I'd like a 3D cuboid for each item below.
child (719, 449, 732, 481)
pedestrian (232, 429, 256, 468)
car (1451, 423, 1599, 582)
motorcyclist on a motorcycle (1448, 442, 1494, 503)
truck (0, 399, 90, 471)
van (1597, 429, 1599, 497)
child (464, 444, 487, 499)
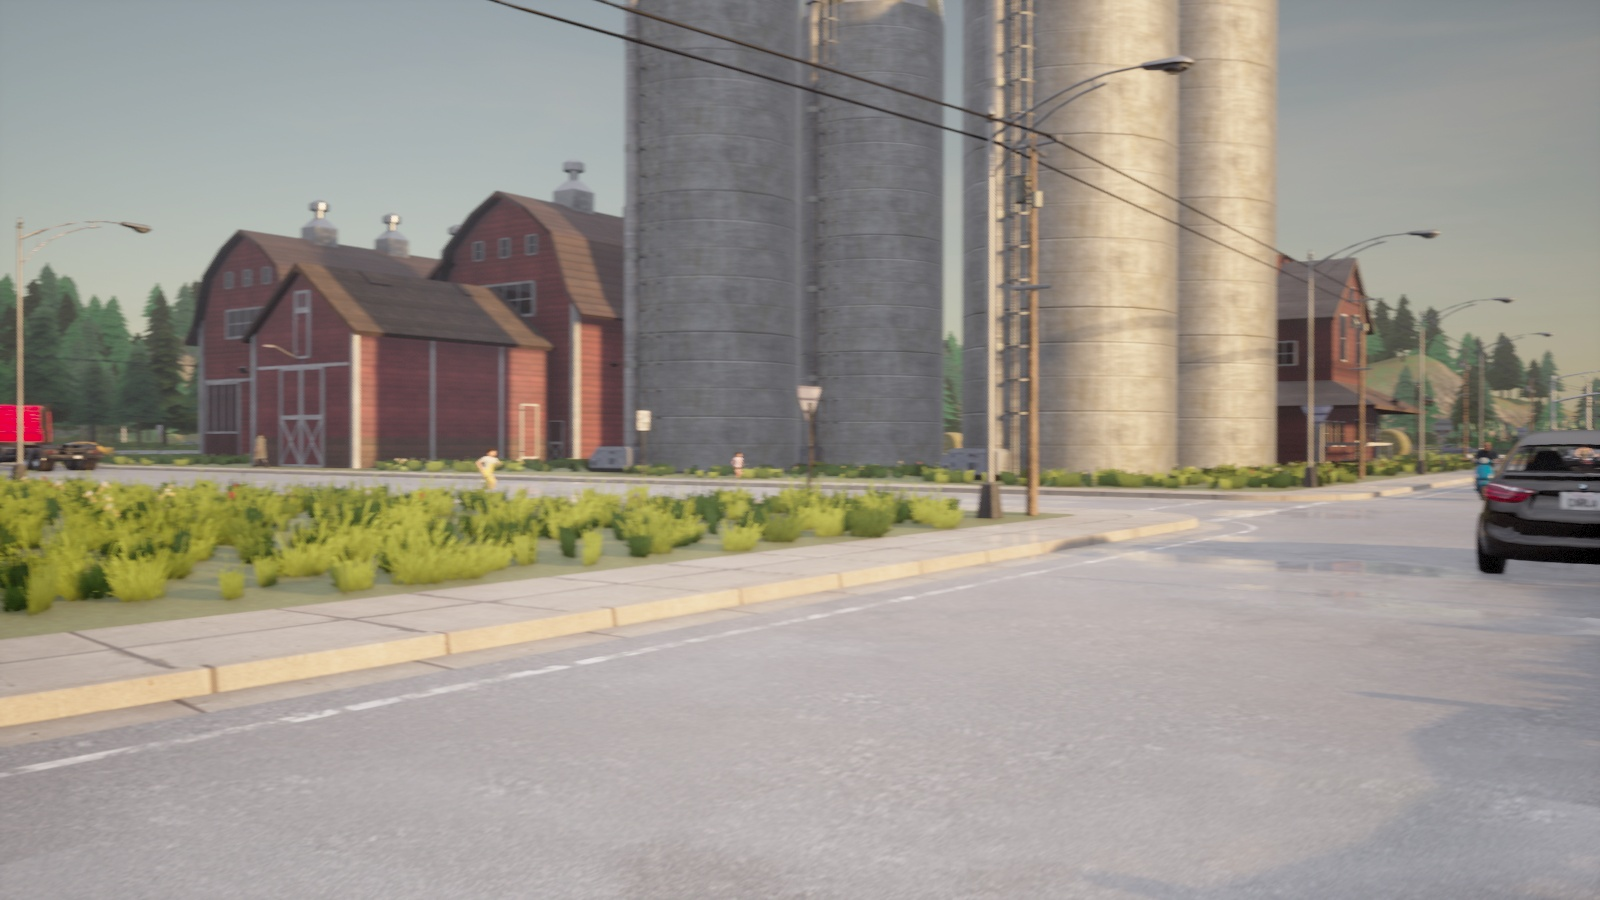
[{"bbox_3d":[-2.600,0.521,43.759,0.394,1.110,0.255,0,0,38],"label":"child"},{"bbox_3d":[-27.895,-0.074,62.980,0.873,1.952,0.659,0,0,22],"label":"pedestrian"},{"bbox_3d":[9.487,0.543,15.225,2.242,1.667,4.611,0,0,35],"label":"car"},{"bbox_3d":[17.957,0.577,33.589,0.866,1.590,1.817,0,0,35],"label":"motorcyclist on a motorcycle"},{"bbox_3d":[-39.656,-0.756,63.908,7.936,3.462,2.891,0,0,34],"label":"truck"},{"bbox_3d":[25.211,0.380,37.907,1.775,1.987,4.442,0,0,35],"label":"van"},{"bbox_3d":[-7.528,0.488,29.107,0.437,1.263,0.270,0,0,14],"label":"child"}]
